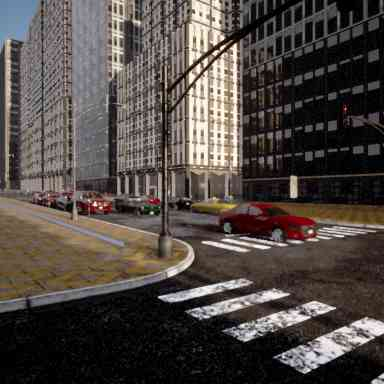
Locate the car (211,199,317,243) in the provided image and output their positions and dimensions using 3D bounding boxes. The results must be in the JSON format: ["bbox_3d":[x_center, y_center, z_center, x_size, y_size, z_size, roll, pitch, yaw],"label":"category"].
[{"bbox_3d":[3.347,1.302,15.527,1.882,1.535,5.008,0,1,-36],"label":"car"}]

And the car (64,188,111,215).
[{"bbox_3d":[-8.378,0.841,27.209,2.192,1.841,5.009,1,0,-36],"label":"car"}]

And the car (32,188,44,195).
[{"bbox_3d":[-38.065,-0.208,82.086,1.967,1.590,4.097,1,0,-36],"label":"car"}]

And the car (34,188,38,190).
[{"bbox_3d":[-34.752,-0.104,77.547,1.967,1.590,4.097,1,0,-36],"label":"car"}]

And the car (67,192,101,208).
[{"bbox_3d":[-11.859,0.832,36.357,2.128,1.511,4.902,0,1,-36],"label":"car"}]

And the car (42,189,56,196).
[{"bbox_3d":[-31.441,0.104,73.009,1.887,1.381,4.507,1,0,-36],"label":"car"}]

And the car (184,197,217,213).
[{"bbox_3d":[1.662,1.127,27.811,1.752,1.417,4.829,1,0,-36],"label":"car"}]

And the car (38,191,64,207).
[{"bbox_3d":[-15.009,0.861,36.287,1.887,1.381,4.507,1,0,-36],"label":"car"}]

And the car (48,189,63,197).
[{"bbox_3d":[-28.127,0.214,68.469,2.008,1.369,4.403,1,0,-36],"label":"car"}]

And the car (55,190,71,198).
[{"bbox_3d":[-24.914,0.289,64.068,1.752,1.417,4.829,1,0,-36],"label":"car"}]

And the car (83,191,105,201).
[{"bbox_3d":[-14.874,0.646,50.314,1.947,1.339,4.313,1,0,-36],"label":"car"}]

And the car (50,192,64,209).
[{"bbox_3d":[-11.697,0.987,31.749,1.947,1.339,4.313,1,0,-36],"label":"car"}]

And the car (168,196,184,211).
[{"bbox_3d":[-1.620,1.066,32.158,1.947,1.339,4.313,1,0,-36],"label":"car"}]

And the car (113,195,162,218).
[{"bbox_3d":[-4.187,1.186,25.833,1.895,1.301,4.718,0,1,-36],"label":"car"}]

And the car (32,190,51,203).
[{"bbox_3d":[-18.323,0.793,40.826,1.802,1.307,4.206,1,0,-36],"label":"car"}]

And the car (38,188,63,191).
[{"bbox_3d":[-20.896,0.496,48.890,1.812,1.442,4.674,0,1,-36],"label":"car"}]

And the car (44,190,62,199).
[{"bbox_3d":[-25.091,0.380,59.870,2.033,1.411,5.357,0,1,-34],"label":"car"}]

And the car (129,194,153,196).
[{"bbox_3d":[-4.934,0.977,36.697,1.802,1.307,4.206,1,0,-36],"label":"car"}]
